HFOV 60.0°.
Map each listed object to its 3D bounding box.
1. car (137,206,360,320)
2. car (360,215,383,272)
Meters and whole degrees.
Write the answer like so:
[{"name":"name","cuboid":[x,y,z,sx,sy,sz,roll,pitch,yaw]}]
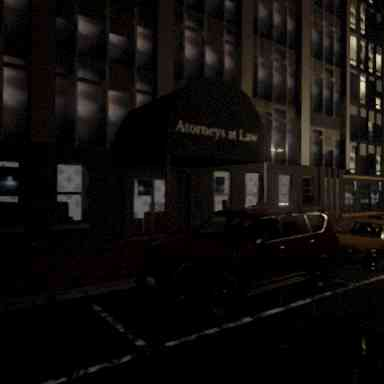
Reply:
[{"name":"car","cuboid":[1.310,1.279,7.473,5.009,1.841,2.192,0,1,-35]},{"name":"car","cuboid":[5.687,1.453,10.596,4.829,1.417,1.752,0,1,-35]}]
